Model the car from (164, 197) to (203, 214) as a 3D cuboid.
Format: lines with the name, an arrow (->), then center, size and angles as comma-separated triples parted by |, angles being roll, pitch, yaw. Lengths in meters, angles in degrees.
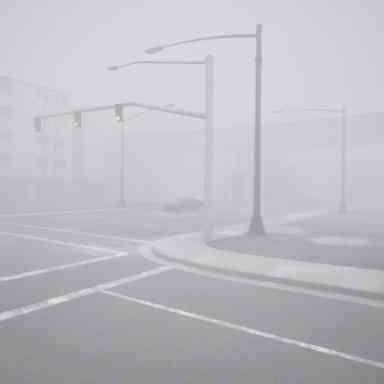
car -> -0.793, 1.301, 33.215 | 1.882, 1.535, 5.008 | 1, 1, 34

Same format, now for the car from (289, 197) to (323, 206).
car -> 17.611, 1.405, 51.337 | 5.357, 1.411, 2.033 | 0, 0, -19
